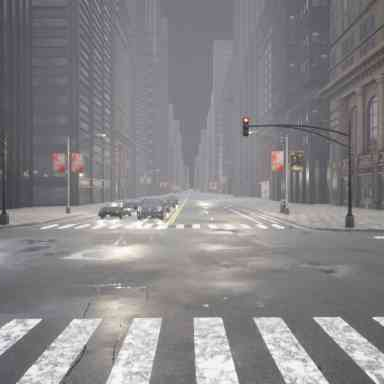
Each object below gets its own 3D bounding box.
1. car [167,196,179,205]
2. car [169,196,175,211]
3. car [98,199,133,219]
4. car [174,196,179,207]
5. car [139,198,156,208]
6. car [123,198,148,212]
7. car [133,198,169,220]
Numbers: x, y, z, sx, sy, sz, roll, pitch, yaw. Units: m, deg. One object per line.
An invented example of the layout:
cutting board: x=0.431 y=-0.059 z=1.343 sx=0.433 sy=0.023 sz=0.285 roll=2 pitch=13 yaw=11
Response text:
car: x=-3.297 y=1.454 z=57.838 sx=1.837 sy=1.490 sz=4.892 roll=0 pitch=0 yaw=0
car: x=-3.336 y=1.523 z=37.565 sx=2.033 sy=1.411 sz=5.357 roll=0 pitch=0 yaw=0
car: x=-6.563 y=1.531 z=29.348 sx=2.033 sy=1.411 sz=5.357 roll=0 pitch=0 yaw=4
car: x=-3.339 y=1.529 z=47.464 sx=1.994 sy=1.385 sz=4.181 roll=0 pitch=0 yaw=0
car: x=-6.585 y=1.563 z=49.532 sx=1.895 sy=1.301 sz=4.718 roll=0 pitch=0 yaw=0
car: x=-6.584 y=1.521 z=39.446 sx=2.033 sy=1.411 sz=5.357 roll=0 pitch=0 yaw=0
car: x=-3.338 y=1.336 z=28.091 sx=2.097 sy=1.767 sz=4.553 roll=0 pitch=0 yaw=0
